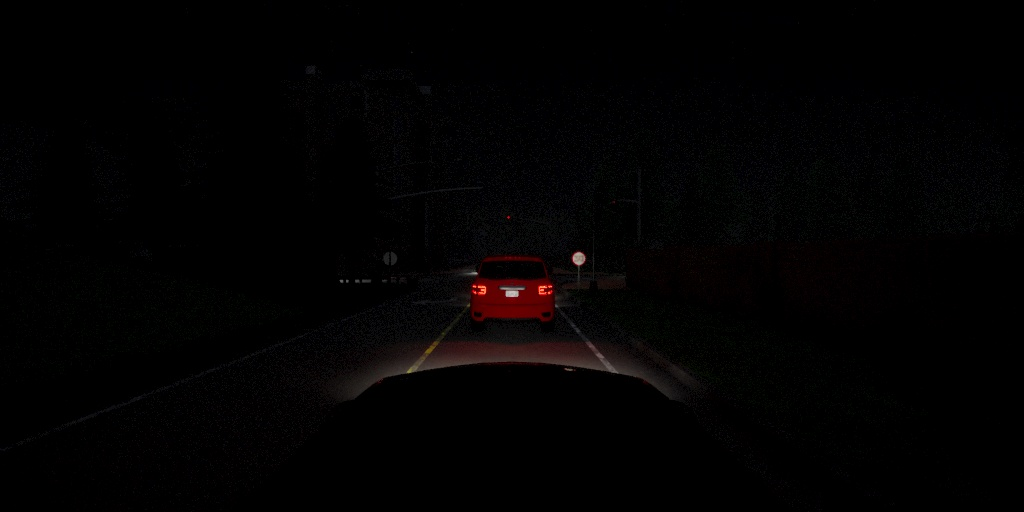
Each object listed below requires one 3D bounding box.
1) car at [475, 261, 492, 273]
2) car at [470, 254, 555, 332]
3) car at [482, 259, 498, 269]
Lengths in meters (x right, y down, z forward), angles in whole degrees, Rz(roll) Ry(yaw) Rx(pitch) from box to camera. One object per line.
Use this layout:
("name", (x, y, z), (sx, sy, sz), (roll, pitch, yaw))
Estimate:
("car", (-3.421, 1.313, 43.722), (1.994, 1.385, 4.181), (0, 0, -3))
("car", (0.053, 0.971, 11.005), (2.150, 2.045, 5.566), (0, 0, 1))
("car", (-3.521, 1.239, 58.063), (2.128, 1.511, 4.902), (0, 0, 0))
